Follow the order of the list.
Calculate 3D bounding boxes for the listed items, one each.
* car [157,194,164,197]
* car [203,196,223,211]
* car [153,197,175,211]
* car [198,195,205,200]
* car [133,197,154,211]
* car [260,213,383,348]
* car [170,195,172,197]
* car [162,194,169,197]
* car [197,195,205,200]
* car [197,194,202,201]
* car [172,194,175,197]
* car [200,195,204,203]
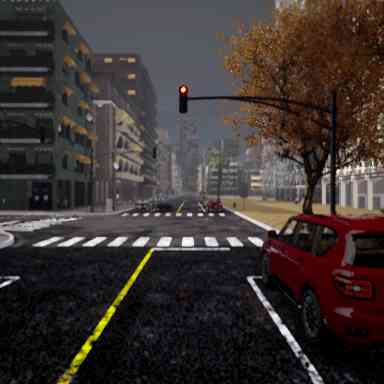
[{"bbox_3d":[-5.811,1.464,49.670,2.008,1.369,4.403,0,0,0],"label":"car"},{"bbox_3d":[2.596,1.472,38.625,1.887,1.381,4.507,0,0,0],"label":"car"},{"bbox_3d":[-3.096,1.538,38.787,1.895,1.301,4.718,0,0,0],"label":"car"},{"bbox_3d":[2.474,1.427,88.419,1.887,1.381,4.507,0,0,0],"label":"car"},{"bbox_3d":[-5.784,1.478,38.604,2.008,1.369,4.403,0,0,0],"label":"car"},{"bbox_3d":[2.677,1.301,6.236,2.192,1.841,5.009,0,0,0],"label":"car"},{"bbox_3d":[-5.865,1.475,71.800,1.802,1.307,4.206,0,0,0],"label":"car"},{"bbox_3d":[-5.838,1.343,60.735,1.967,1.590,4.097,0,0,0],"label":"car"},{"bbox_3d":[2.460,1.432,93.951,2.008,1.369,4.403,0,0,0],"label":"car"},{"bbox_3d":[2.528,1.480,66.287,1.802,1.307,4.206,0,0,0],"label":"car"},{"bbox_3d":[-5.893,1.325,82.866,1.967,1.590,4.097,0,0,0],"label":"car"},{"bbox_3d":[2.568,1.439,49.860,1.752,1.417,4.829,0,0,0],"label":"car"}]
